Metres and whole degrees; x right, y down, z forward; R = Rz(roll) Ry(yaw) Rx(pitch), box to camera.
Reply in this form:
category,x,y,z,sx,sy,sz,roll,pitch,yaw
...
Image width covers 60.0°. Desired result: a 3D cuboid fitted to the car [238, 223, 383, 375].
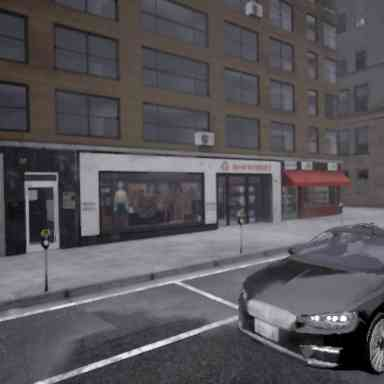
category,x,y,z,sx,sy,sz,roll,pitch,yaw
car,2.881,1.323,5.429,4.902,1.511,2.128,-2,1,-35
